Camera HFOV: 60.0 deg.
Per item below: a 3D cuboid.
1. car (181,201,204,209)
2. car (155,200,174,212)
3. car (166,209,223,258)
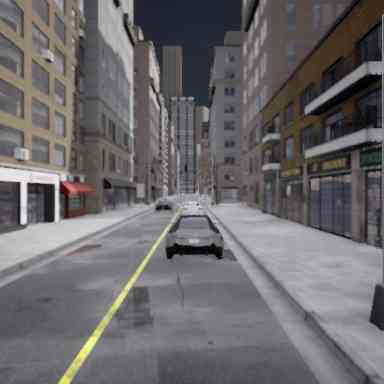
[{"bbox_3d":[0.084,1.482,28.398,1.812,1.442,4.674,0,0,0],"label":"car"},{"bbox_3d":[-3.086,1.536,37.687,1.895,1.301,4.718,0,0,0],"label":"car"},{"bbox_3d":[0.084,1.547,12.702,1.994,1.385,4.181,0,0,0],"label":"car"}]
